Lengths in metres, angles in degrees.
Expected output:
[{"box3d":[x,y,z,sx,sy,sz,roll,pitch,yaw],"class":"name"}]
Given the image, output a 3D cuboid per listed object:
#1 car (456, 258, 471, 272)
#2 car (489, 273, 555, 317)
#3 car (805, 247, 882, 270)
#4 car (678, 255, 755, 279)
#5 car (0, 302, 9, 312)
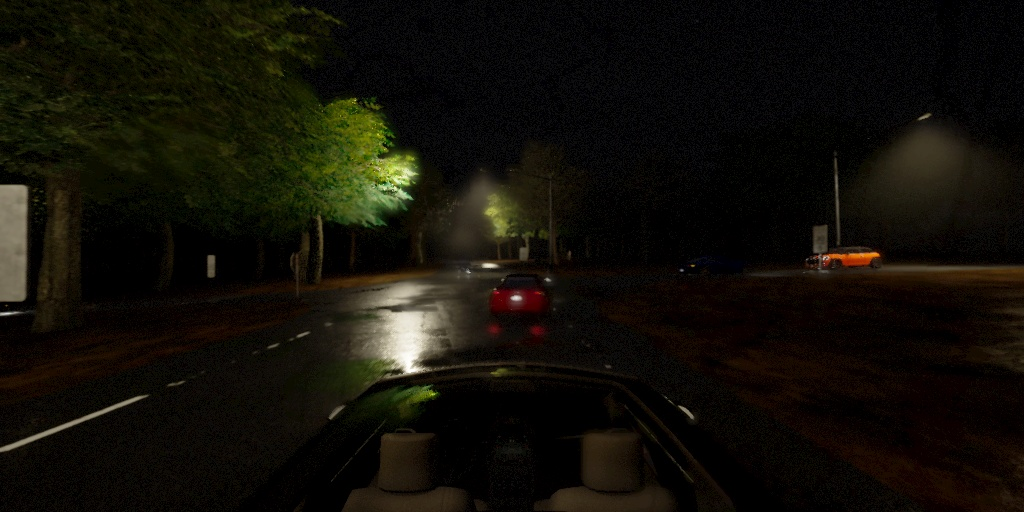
[{"box3d":[-6.208,1.242,46.640,2.033,1.411,5.357,0,0,-6],"class":"car"},{"box3d":[0.492,1.316,13.311,1.994,1.385,4.181,0,0,10],"class":"car"},{"box3d":[24.953,0.119,27.144,4.553,1.767,2.097,-2,-1,0],"class":"car"},{"box3d":[13.311,0.658,23.509,4.674,1.442,1.812,-2,-1,-5],"class":"car"},{"box3d":[-31.266,2.667,19.915,4.181,1.385,1.994,-3,0,-7],"class":"car"}]
